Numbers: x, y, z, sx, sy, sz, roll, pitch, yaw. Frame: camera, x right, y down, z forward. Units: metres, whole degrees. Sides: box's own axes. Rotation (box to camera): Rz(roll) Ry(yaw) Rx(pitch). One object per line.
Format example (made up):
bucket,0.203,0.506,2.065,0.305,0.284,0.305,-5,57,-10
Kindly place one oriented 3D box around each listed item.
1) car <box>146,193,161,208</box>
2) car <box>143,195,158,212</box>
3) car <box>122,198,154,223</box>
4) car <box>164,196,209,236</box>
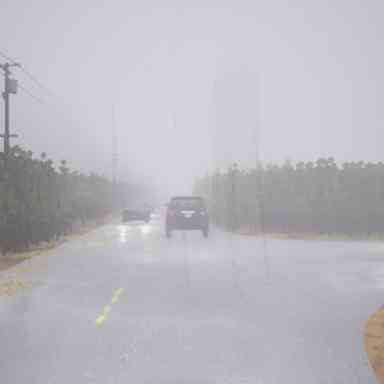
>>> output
car,-5.577,1.175,46.777,2.150,2.045,5.566,0,0,-1
car,-5.000,1.441,36.084,1.882,1.535,5.008,0,0,-4
car,-4.191,1.452,25.723,1.882,1.535,5.008,0,0,-4
car,-0.320,1.203,18.273,2.150,2.045,5.566,0,0,-3
